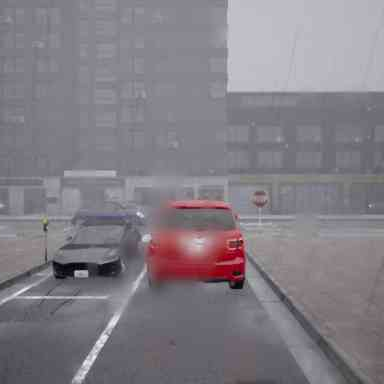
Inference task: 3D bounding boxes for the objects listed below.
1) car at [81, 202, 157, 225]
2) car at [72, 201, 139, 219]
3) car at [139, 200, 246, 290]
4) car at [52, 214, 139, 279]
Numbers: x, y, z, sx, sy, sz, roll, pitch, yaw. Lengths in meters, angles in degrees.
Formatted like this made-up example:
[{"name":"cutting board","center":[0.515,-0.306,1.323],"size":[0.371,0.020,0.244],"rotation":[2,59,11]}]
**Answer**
[{"name":"car","center":[-5.042,1.493,23.610],"size":[4.902,1.511,2.128],"rotation":[0,0,0]},{"name":"car","center":[-4.985,1.360,20.660],"size":[4.553,1.767,2.097],"rotation":[0,0,0]},{"name":"car","center":[0.132,1.221,9.237],"size":[2.150,2.045,5.566],"rotation":[0,0,1]},{"name":"car","center":[-2.615,1.565,10.055],"size":[1.947,1.339,4.313],"rotation":[0,0,0]}]
